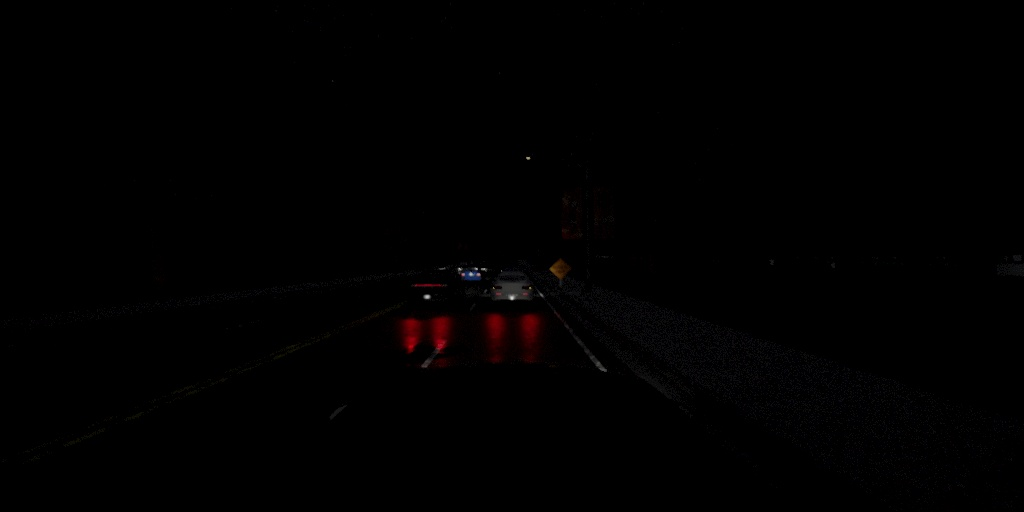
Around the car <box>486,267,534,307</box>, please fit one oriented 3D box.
[{"bbox_3d":[0.003,1.401,16.246,1.812,1.442,4.674,0,0,0],"label":"car"}]

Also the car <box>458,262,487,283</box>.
[{"bbox_3d":[-3.249,1.530,30.855,2.033,1.411,5.357,0,0,0],"label":"car"}]

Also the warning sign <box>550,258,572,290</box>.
[{"bbox_3d":[2.850,1.026,20.854,1.300,1.860,1.060,0,0,0],"label":"warning sign"}]

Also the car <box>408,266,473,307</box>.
[{"bbox_3d":[-3.247,1.367,16.155,2.128,1.511,4.902,0,0,0],"label":"car"}]
